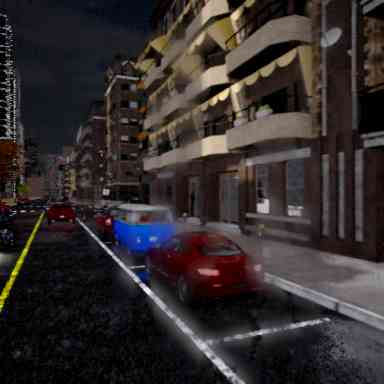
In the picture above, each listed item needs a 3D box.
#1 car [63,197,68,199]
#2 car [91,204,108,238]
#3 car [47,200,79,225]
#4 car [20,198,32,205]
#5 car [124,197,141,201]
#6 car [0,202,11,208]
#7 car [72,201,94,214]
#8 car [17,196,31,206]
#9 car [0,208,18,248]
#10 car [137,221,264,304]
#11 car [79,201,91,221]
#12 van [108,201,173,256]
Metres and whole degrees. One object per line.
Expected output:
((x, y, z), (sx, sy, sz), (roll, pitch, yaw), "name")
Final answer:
((-33.800, 2.053, 88.938), (1.947, 1.339, 4.313), (0, 0, -23), "car")
((-4.173, 1.521, 18.290), (1.967, 1.590, 4.097), (0, 0, -23), "car")
((-10.080, 1.601, 25.655), (1.882, 1.535, 5.008), (0, -1, -23), "car")
((-35.122, 1.959, 70.418), (1.947, 1.339, 4.313), (0, 0, -23), "car")
((-10.336, 1.623, 60.747), (4.403, 1.369, 2.008), (-1, 1, -23), "car")
((-20.460, 1.732, 35.458), (1.887, 1.381, 4.507), (0, 0, -23), "car")
((-12.732, 1.735, 38.698), (2.008, 1.369, 4.403), (0, 0, -23), "car")
((-32.987, 1.676, 65.326), (2.192, 1.841, 5.009), (0, 0, -23), "car")
((-8.969, 1.640, 14.778), (1.994, 1.385, 4.181), (0, 0, -23), "car")
((0.106, 1.614, 8.086), (1.802, 1.307, 4.206), (0, 0, -23), "car")
((-8.452, 1.682, 28.494), (2.008, 1.369, 4.403), (0, 0, -23), "car")
((-2.034, 1.397, 13.188), (1.690, 1.788, 3.998), (0, 0, -23), "van")
